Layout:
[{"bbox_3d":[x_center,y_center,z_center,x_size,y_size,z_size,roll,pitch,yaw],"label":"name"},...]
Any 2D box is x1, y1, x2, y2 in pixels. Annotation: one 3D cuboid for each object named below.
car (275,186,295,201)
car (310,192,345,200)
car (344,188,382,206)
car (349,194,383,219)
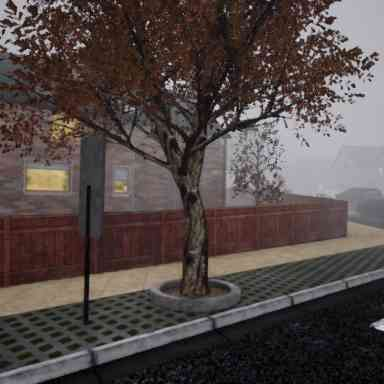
[{"bbox_3d":[11.715,0.445,41.938,1.882,1.535,5.008,1,2,-3],"label":"car"},{"bbox_3d":[12.276,0.859,31.658,1.994,1.385,4.181,1,2,-3],"label":"car"},{"bbox_3d":[15.287,0.623,30.737,2.150,2.045,5.566,1,2,-3],"label":"car"},{"bbox_3d":[12.827,1.168,21.704,2.033,1.411,5.357,1,2,-3],"label":"car"}]
